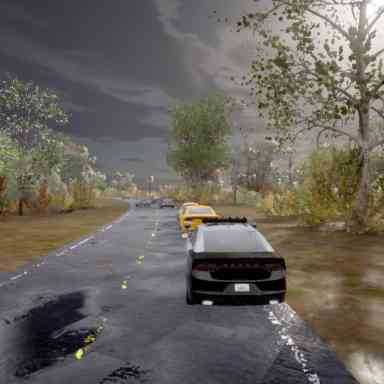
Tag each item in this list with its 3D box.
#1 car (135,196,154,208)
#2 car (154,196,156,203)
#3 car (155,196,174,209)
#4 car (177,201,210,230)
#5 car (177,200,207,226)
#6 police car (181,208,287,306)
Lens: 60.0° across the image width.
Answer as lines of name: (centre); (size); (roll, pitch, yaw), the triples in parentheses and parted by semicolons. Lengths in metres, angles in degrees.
car: (-7.061, 1.349, 47.959); (2.097, 1.767, 4.553); (0, 0, -10)
car: (-6.803, 1.519, 63.511); (1.812, 1.442, 4.674); (0, 0, -12)
car: (-3.567, 1.543, 46.150); (2.033, 1.411, 5.357); (0, 0, -9)
car: (0.317, 1.477, 18.210); (1.882, 1.535, 5.008); (0, 0, -4)
car: (-0.135, 1.453, 24.431); (1.801, 1.575, 5.366); (0, 0, -5)
police car: (0.776, 1.425, 8.251); (1.930, 1.638, 5.238); (0, 0, -2)
